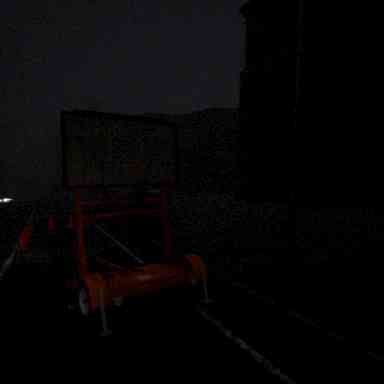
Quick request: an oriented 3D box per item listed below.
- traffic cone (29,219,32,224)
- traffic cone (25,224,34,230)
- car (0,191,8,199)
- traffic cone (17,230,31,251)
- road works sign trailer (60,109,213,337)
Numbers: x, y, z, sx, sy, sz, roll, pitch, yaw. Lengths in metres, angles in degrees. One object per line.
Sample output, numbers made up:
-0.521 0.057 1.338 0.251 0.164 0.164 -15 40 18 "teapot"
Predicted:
-7.557 1.687 15.376 0.340 0.580 0.340 -2 2 -24 "traffic cone"
-6.759 1.721 13.542 0.340 0.580 0.340 -2 2 -23 "traffic cone"
-38.050 0.618 66.248 2.128 1.511 4.902 -5 3 -39 "car"
-5.962 1.754 11.708 0.340 0.580 0.340 -2 2 -23 "traffic cone"
-1.388 0.293 6.616 2.380 3.560 2.880 -3 2 -38 "road works sign trailer"
